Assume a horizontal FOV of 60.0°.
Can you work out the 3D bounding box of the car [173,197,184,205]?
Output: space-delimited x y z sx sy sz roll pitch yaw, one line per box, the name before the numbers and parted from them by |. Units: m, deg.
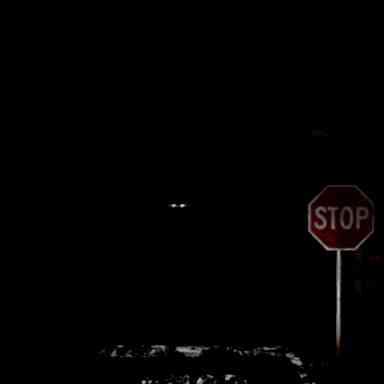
car | -2.611 1.636 65.379 1.882 1.535 5.008 0 0 0
